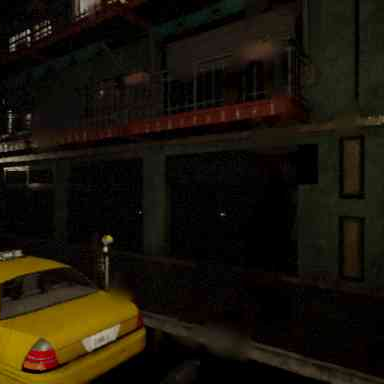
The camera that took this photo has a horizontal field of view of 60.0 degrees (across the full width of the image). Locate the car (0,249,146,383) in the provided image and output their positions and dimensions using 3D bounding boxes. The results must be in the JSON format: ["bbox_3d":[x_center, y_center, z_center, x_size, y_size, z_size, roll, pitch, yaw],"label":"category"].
[{"bbox_3d":[-2.842,1.529,4.897,4.829,1.417,1.752,0,0,36],"label":"car"}]
